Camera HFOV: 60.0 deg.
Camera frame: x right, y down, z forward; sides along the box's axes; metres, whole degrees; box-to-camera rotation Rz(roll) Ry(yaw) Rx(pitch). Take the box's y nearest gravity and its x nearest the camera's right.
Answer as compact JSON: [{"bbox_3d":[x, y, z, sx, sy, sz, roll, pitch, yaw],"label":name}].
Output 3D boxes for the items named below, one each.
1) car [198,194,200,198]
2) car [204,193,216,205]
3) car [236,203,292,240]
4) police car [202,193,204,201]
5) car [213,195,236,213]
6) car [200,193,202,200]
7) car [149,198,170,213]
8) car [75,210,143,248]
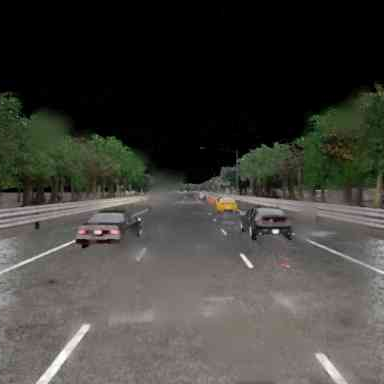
[{"bbox_3d":[3.245,1.312,85.905,1.895,1.301,4.718,0,0,0],"label":"car"},{"bbox_3d":[3.466,1.172,52.846,2.097,1.767,4.553,0,0,0],"label":"car"},{"bbox_3d":[3.599,1.445,16.743,1.837,1.490,4.892,0,0,0],"label":"car"},{"bbox_3d":[3.391,1.210,63.985,1.930,1.638,5.238,0,0,0],"label":"police car"},{"bbox_3d":[3.596,1.355,35.208,1.882,1.535,5.008,0,0,0],"label":"car"},{"bbox_3d":[3.318,1.226,74.875,1.882,1.535,5.008,0,0,0],"label":"car"},{"bbox_3d":[-3.404,1.368,35.187,2.128,1.511,4.902,0,0,0],"label":"car"},{"bbox_3d":[-3.402,1.495,14.513,2.033,1.411,5.357,0,0,0],"label":"car"}]
